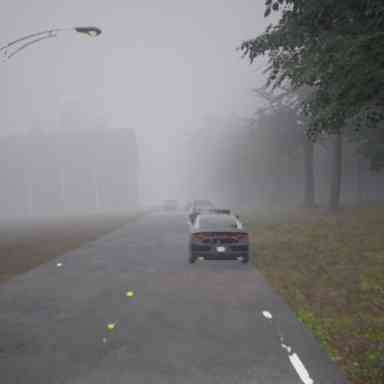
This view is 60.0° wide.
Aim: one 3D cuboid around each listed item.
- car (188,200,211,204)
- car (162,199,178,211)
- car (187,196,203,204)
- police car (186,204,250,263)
[{"bbox_3d":[0.833,1.525,21.980,1.882,1.535,5.008,0,0,0],"label":"car"},{"bbox_3d":[-2.819,1.718,43.287,1.837,1.490,4.892,0,0,0],"label":"car"},{"bbox_3d":[0.835,1.439,27.954,2.097,1.767,4.553,0,0,0],"label":"car"},{"bbox_3d":[0.830,1.433,12.087,1.930,1.638,5.238,0,0,0],"label":"police car"}]
